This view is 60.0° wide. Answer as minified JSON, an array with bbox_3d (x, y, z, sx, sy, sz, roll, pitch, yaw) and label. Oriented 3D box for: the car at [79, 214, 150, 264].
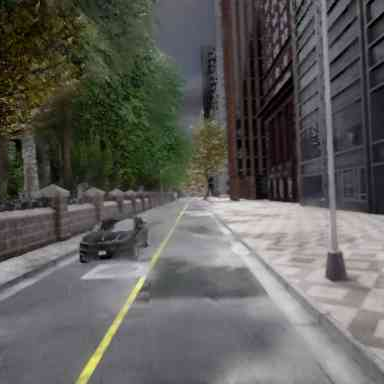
[{"bbox_3d":[-2.835,1.672,13.013,1.882,1.535,5.008,-3,0,0],"label":"car"}]
